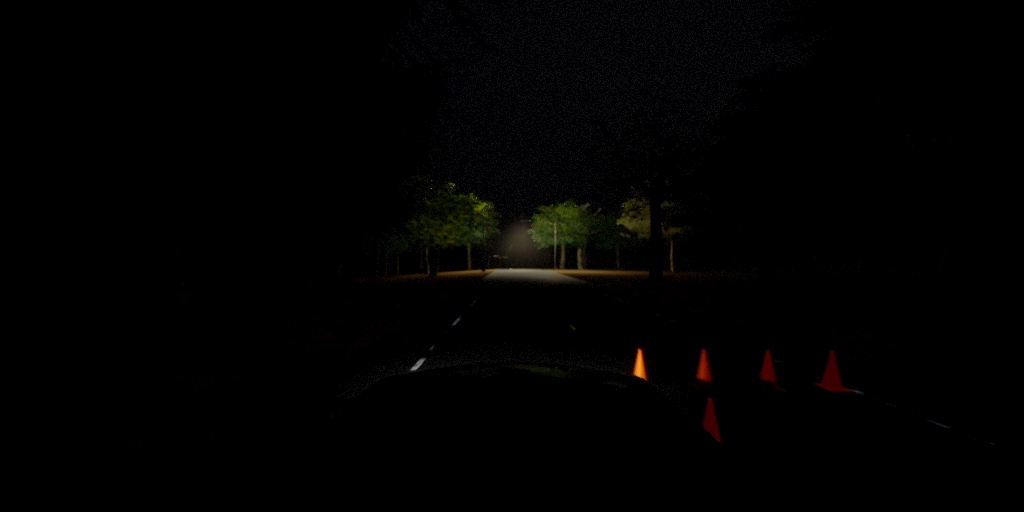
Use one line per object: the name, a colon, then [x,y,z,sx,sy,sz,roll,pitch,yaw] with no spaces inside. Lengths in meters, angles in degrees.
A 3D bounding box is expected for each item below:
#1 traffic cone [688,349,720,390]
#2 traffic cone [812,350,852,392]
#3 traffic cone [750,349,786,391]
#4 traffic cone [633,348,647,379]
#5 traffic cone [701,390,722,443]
traffic cone: [3.006,1.757,5.623,0.340,0.580,0.340,0,0,0]
traffic cone: [5.006,1.771,5.617,0.340,0.580,0.340,0,0,0]
traffic cone: [4.006,1.764,5.620,0.340,0.580,0.340,0,0,0]
traffic cone: [2.006,1.751,5.626,0.340,0.580,0.340,0,0,0]
traffic cone: [2.000,1.734,3.626,0.340,0.580,0.340,0,0,0]
